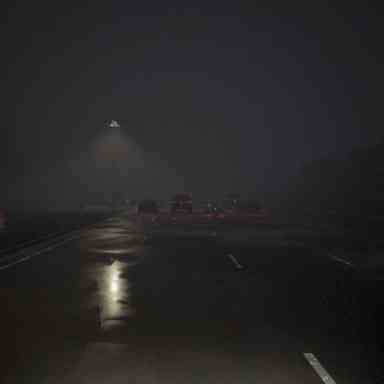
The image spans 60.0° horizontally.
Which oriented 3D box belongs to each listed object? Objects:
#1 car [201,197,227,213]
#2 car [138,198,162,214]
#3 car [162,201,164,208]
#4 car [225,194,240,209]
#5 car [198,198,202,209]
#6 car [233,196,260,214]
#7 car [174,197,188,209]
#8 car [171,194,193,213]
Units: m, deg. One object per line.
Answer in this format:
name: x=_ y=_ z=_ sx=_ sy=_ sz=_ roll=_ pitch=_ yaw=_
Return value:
car: x=2.359 y=1.526 z=36.731 sx=1.812 sy=1.442 sz=4.674 roll=0 pitch=0 yaw=-2
car: x=-4.622 y=1.477 z=35.777 sx=1.882 sy=1.535 sz=5.008 roll=0 pitch=0 yaw=-1
car: x=-4.992 y=1.547 z=45.691 sx=2.033 sy=1.411 sz=5.357 roll=0 pitch=0 yaw=-1
car: x=5.507 y=1.221 z=45.765 sx=2.150 sy=2.045 sz=5.566 roll=0 pitch=0 yaw=-1
car: x=1.991 y=1.491 z=46.530 sx=2.128 sy=1.511 sz=4.902 roll=0 pitch=0 yaw=-1
car: x=5.897 y=1.477 z=35.294 sx=1.882 sy=1.535 sz=5.008 roll=0 pitch=0 yaw=-2
car: x=-1.522 y=1.477 z=46.990 sx=1.882 sy=1.535 sz=5.008 roll=0 pitch=0 yaw=-1
car: x=-1.128 y=1.221 z=36.668 sx=2.150 sy=2.045 sz=5.566 roll=0 pitch=0 yaw=-1
